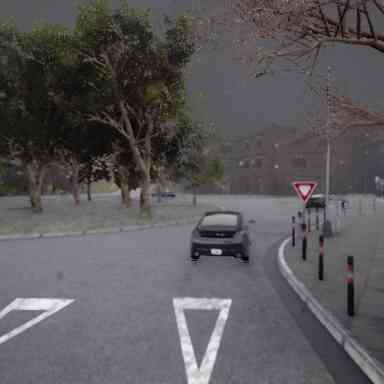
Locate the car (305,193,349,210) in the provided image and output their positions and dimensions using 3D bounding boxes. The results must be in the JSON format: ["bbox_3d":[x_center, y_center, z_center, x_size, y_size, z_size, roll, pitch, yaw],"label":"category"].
[{"bbox_3d":[12.786,0.840,31.546,5.008,1.535,1.882,-1,2,-31],"label":"car"}]

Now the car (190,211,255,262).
[{"bbox_3d":[1.189,1.436,12.015,1.837,1.490,4.892,-1,1,11],"label":"car"}]

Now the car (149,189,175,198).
[{"bbox_3d":[-4.899,0.231,53.638,2.033,1.411,5.357,-1,2,-37],"label":"car"}]

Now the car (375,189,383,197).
[{"bbox_3d":[31.791,-0.076,53.427,2.185,1.767,4.553,-1,2,-18],"label":"car"}]
